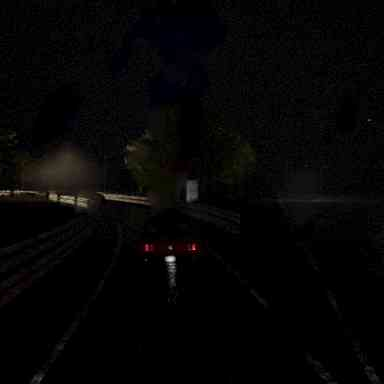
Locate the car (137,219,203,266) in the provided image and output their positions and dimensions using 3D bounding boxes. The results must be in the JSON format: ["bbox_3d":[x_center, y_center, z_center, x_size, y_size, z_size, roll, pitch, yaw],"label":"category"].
[{"bbox_3d":[-0.878,1.573,11.530,1.895,1.301,4.718,0,0,-7],"label":"car"}]

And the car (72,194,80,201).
[{"bbox_3d":[-18.563,0.969,54.572,1.895,1.301,4.718,0,1,-25],"label":"car"}]

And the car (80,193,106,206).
[{"bbox_3d":[-13.393,0.912,45.654,2.097,1.767,4.553,0,1,-32],"label":"car"}]
